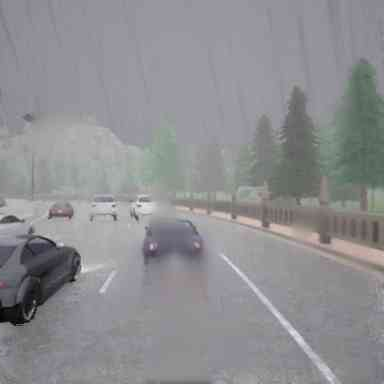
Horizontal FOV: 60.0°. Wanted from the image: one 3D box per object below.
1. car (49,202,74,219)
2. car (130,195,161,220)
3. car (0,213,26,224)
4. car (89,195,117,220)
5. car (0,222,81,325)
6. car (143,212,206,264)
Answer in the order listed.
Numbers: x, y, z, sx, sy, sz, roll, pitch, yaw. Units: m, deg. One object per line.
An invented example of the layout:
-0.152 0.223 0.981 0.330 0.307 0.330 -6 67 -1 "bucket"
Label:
-11.920 1.642 30.518 1.994 1.385 4.181 0 0 -17 "car"
-4.060 1.264 28.799 2.150 2.045 5.566 0 0 -15 "car"
-8.071 1.573 13.671 1.812 1.442 4.674 0 0 -8 "car"
-7.733 1.280 28.971 2.150 2.045 5.566 0 0 -16 "car"
-3.821 1.587 7.099 1.994 1.385 4.181 0 0 -4 "car"
-0.749 1.615 11.934 1.895 1.301 4.718 0 0 -6 "car"
